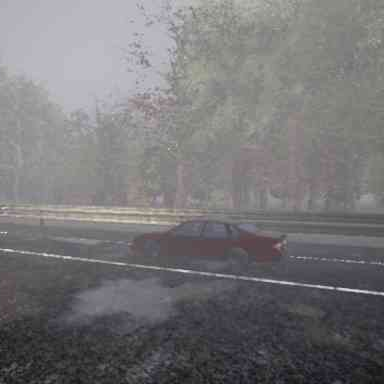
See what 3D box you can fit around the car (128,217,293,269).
[{"bbox_3d":[0.528,1.559,11.109,5.357,1.411,2.033,0,0,25],"label":"car"}]
